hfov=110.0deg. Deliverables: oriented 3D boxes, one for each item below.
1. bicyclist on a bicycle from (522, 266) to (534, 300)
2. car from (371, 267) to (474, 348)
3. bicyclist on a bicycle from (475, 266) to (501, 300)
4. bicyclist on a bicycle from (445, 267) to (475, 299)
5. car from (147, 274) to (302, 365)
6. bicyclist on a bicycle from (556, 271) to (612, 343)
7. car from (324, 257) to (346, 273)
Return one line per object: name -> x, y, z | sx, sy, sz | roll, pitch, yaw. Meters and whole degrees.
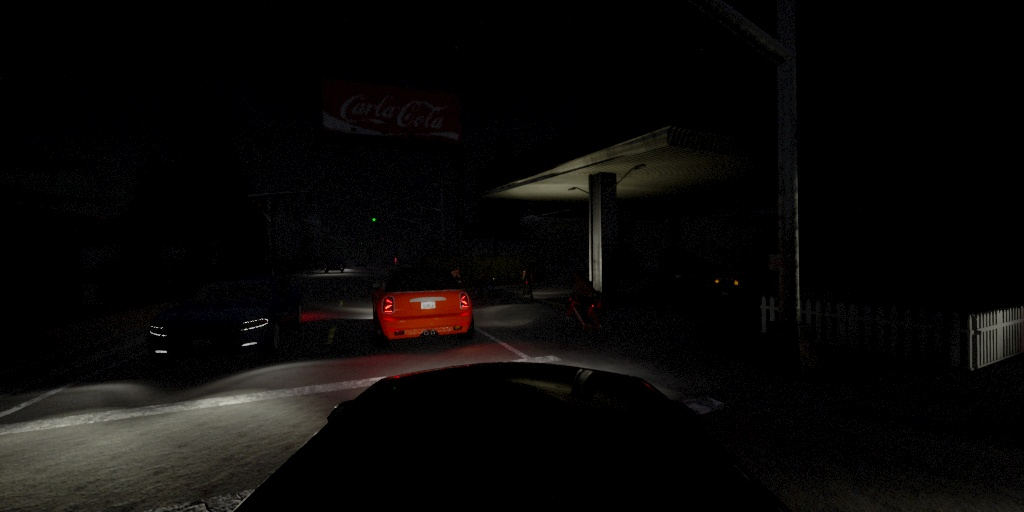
bicyclist on a bicycle -> 0.800, 1.330, 17.870 | 0.582, 1.620, 1.656 | -1, 0, 16
car -> -2.539, 1.056, 9.447 | 2.097, 1.767, 4.553 | -1, 0, -22
bicyclist on a bicycle -> -1.309, 1.342, 17.756 | 1.656, 1.620, 0.582 | 0, 0, -21
bicyclist on a bicycle -> -2.617, 1.316, 16.374 | 1.656, 1.620, 0.582 | 1, 0, 37
car -> -6.253, 1.216, 8.379 | 1.882, 1.535, 5.008 | -1, 0, -23
bicyclist on a bicycle -> 1.709, 1.199, 8.660 | 0.582, 1.620, 1.656 | 3, -2, -42
car -> -23.680, 1.201, 47.821 | 2.150, 2.045, 5.566 | -1, 0, -25
